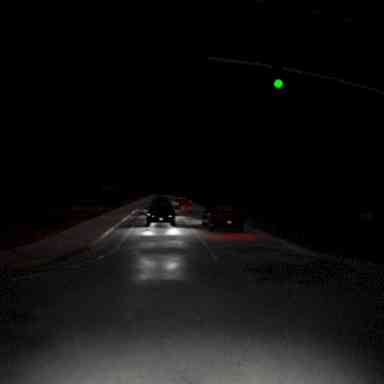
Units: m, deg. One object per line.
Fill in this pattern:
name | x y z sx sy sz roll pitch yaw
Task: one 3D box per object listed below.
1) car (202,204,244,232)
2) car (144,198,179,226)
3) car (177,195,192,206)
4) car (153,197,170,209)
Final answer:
car | 1.758 1.427 20.038 1.882 1.535 5.008 1 0 -5
car | -2.085 1.377 22.533 1.837 1.490 4.892 1 0 -5
car | -1.064 1.424 50.969 1.895 1.301 4.718 1 0 -5
car | -3.833 1.357 41.838 1.994 1.385 4.181 1 0 -5
